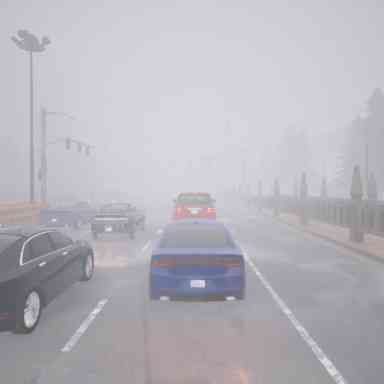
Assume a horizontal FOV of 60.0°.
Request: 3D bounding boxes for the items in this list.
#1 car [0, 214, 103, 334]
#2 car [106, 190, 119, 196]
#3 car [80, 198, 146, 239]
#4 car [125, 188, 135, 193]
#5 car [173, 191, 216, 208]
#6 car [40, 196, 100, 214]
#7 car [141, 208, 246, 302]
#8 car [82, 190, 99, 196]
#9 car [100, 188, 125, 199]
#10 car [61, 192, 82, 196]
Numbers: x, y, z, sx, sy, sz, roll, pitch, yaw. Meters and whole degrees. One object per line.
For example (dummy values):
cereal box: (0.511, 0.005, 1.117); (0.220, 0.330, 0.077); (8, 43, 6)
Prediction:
car: (-3.400, 1.435, 6.591); (1.837, 1.490, 4.892); (0, 1, 0)
car: (-20.708, 0.252, 87.081); (2.033, 1.411, 5.357); (0, 1, 0)
car: (-3.377, 1.280, 15.964); (2.128, 1.511, 4.902); (0, 1, 0)
car: (-13.778, 0.216, 68.663); (2.150, 2.045, 5.566); (0, 1, 0)
car: (0.125, 0.978, 18.047); (2.150, 2.045, 5.566); (0, 1, 0)
car: (-6.867, 1.219, 19.047); (1.882, 1.535, 5.008); (0, 1, 0)
car: (0.102, 1.384, 8.177); (1.882, 1.535, 5.008); (0, 1, 0)
car: (-20.787, 0.379, 66.252); (2.097, 1.767, 4.553); (0, 1, 0)
car: (-13.895, 0.369, 58.341); (2.150, 2.045, 5.566); (0, 1, 0)
car: (-20.898, 0.699, 56.599); (1.812, 1.442, 4.674); (0, 1, 1)
